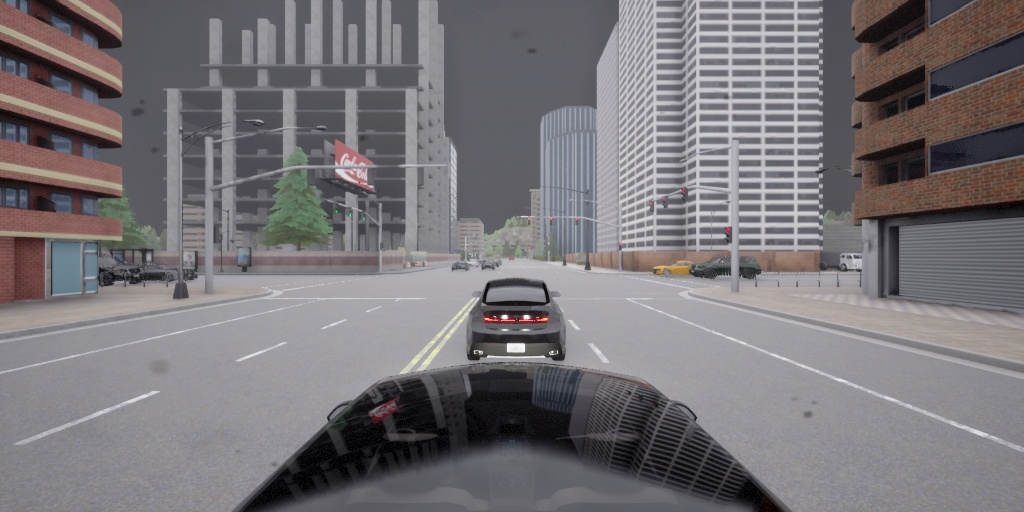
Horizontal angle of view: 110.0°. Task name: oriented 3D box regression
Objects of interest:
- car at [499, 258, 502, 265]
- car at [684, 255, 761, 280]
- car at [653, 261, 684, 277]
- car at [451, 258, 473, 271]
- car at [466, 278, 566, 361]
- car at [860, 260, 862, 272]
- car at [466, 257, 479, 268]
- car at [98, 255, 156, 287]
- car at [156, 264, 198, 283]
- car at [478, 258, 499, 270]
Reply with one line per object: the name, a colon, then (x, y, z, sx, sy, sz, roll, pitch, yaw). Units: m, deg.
car: (-3.259, 1.228, 62.796, 1.882, 1.535, 5.008, 0, 1, 1)
car: (18.509, 0.971, 31.239, 5.566, 2.045, 2.150, 0, 0, 0)
car: (16.276, 1.228, 34.771, 5.008, 1.535, 1.882, 0, 0, 1)
car: (-6.860, 1.313, 47.988, 1.994, 1.385, 4.181, 0, 0, 0)
car: (0.095, 1.255, 8.278, 1.837, 1.490, 4.892, 0, 0, 1)
car: (37.047, 1.314, 34.707, 4.181, 1.385, 1.994, 0, 0, 0)
car: (-6.778, 1.276, 60.582, 1.812, 1.442, 4.674, 0, 0, 1)
car: (-27.901, 0.971, 24.023, 5.566, 2.045, 2.150, 0, 0, 0)
car: (-26.751, 1.314, 27.523, 4.181, 1.385, 1.994, 0, 0, 0)
car: (-3.340, 1.255, 51.539, 1.837, 1.490, 4.892, 0, 0, 0)
